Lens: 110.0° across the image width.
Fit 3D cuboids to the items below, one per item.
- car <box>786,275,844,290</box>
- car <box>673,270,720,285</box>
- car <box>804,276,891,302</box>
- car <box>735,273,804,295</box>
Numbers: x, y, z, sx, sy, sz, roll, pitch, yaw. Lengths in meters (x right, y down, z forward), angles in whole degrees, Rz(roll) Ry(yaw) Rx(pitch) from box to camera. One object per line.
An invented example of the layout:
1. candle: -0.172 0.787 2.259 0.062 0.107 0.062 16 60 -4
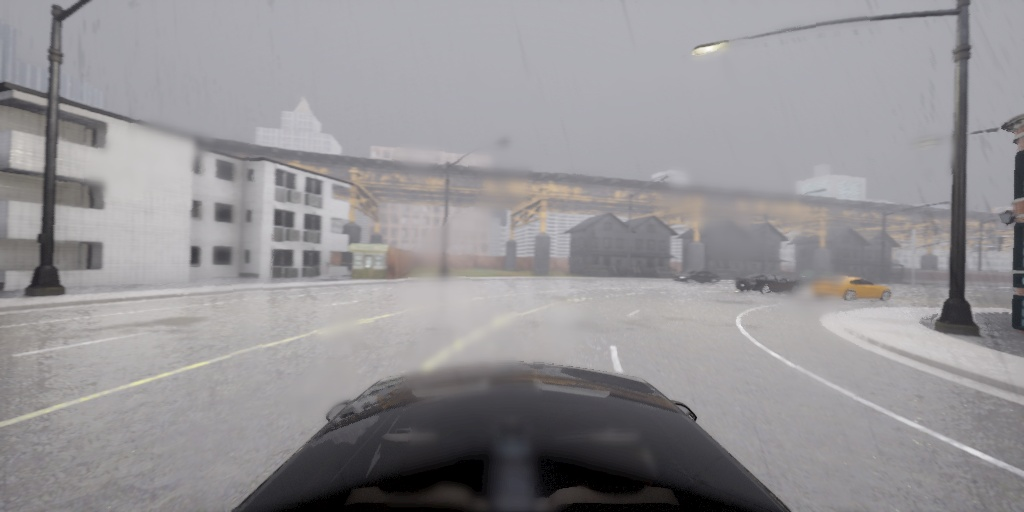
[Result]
1. car: 30.717 2.643 36.391 4.718 1.301 1.895 2 -1 -10
2. car: 19.372 2.195 37.682 4.892 1.490 1.837 2 -1 -13
3. car: 22.540 2.146 23.829 5.008 1.535 1.882 2 -1 -13
4. car: 19.166 2.062 26.745 5.008 1.535 1.882 2 -1 -16
